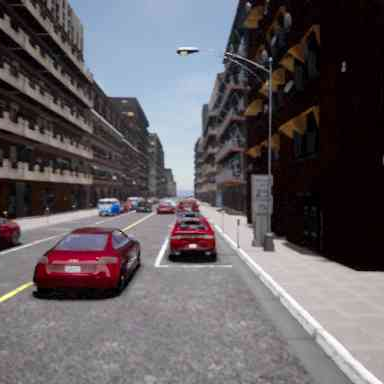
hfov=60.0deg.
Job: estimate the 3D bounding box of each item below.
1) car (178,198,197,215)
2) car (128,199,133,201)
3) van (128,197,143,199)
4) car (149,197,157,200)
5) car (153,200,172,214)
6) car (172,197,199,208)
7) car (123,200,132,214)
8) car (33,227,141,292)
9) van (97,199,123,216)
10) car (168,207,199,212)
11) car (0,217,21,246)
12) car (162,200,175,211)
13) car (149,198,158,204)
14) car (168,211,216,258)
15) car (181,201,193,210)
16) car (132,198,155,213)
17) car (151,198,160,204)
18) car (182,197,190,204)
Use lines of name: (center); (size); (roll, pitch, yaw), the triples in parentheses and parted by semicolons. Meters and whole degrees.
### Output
car: (-0.627, 1.754, 41.309); (2.192, 1.841, 5.009); (0, -1, -1)
car: (-9.097, 2.000, 46.818); (1.802, 1.307, 4.206); (0, -1, -1)
van: (-9.232, 1.819, 52.484); (1.690, 1.788, 3.998); (0, -1, -1)
car: (-9.739, 2.270, 75.130); (2.008, 1.369, 4.403); (0, -1, -1)
car: (-3.233, 1.971, 40.578); (1.994, 1.385, 4.181); (1, -1, -1)
car: (-0.383, 1.636, 29.983); (2.192, 1.841, 5.009); (0, -1, -1)
car: (-8.972, 1.941, 41.156); (1.802, 1.307, 4.206); (0, -1, -1)
car: (-2.612, 1.645, 9.159); (1.994, 1.385, 4.181); (1, -1, -1)
van: (-8.850, 1.641, 35.497); (1.690, 1.788, 3.998); (0, -1, -1)
car: (-0.137, 1.770, 18.657); (1.947, 1.339, 4.313); (0, -1, -1)
car: (-8.367, 1.651, 13.159); (1.802, 1.307, 4.206); (0, -1, -1)
car: (-3.503, 2.038, 50.626); (1.812, 1.442, 4.674); (1, -1, -1)
car: (-9.985, 2.281, 86.456); (1.967, 1.590, 4.097); (0, -1, -1)
car: (-0.022, 1.694, 13.337); (1.887, 1.381, 4.507); (0, -1, -1)
car: (-0.871, 2.140, 52.630); (1.802, 1.307, 4.206); (0, -1, -1)
car: (-6.371, 1.922, 44.286); (1.837, 1.490, 4.892); (1, -1, -1)
car: (-10.106, 2.468, 92.117); (1.947, 1.339, 4.313); (0, -1, -1)
car: (-1.729, 2.298, 92.268); (2.192, 1.841, 5.009); (0, -1, -1)
